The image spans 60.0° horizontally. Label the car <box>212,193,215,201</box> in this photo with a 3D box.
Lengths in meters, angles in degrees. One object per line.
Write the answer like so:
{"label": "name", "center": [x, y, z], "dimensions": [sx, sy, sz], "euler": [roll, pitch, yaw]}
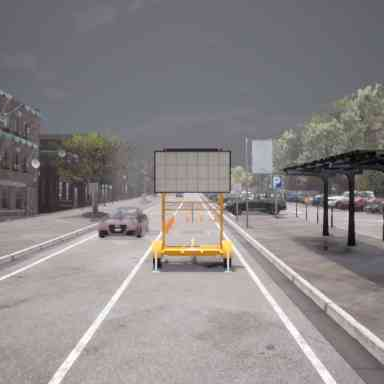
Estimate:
{"label": "car", "center": [5.800, 1.126, 49.893], "dimensions": [4.792, 1.488, 2.163], "euler": [0, 1, 0]}

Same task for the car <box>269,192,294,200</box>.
{"label": "car", "center": [18.819, 0.812, 70.004], "dimensions": [4.792, 1.488, 2.163], "euler": [0, 1, 0]}

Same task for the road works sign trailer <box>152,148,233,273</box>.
{"label": "road works sign trailer", "center": [0.017, 0.429, 10.554], "dimensions": [2.380, 3.560, 2.880], "euler": [0, 0, 1]}

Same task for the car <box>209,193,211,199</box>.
{"label": "car", "center": [5.776, 1.020, 55.504], "dimensions": [4.892, 1.521, 2.231], "euler": [0, 1, 0]}

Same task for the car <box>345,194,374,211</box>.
{"label": "car", "center": [18.858, 1.251, 33.916], "dimensions": [5.008, 1.535, 2.097], "euler": [0, 1, 0]}

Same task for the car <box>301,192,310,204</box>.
{"label": "car", "center": [19.035, 1.116, 47.796], "dimensions": [5.366, 1.575, 1.946], "euler": [0, 1, 0]}

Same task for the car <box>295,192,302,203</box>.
{"label": "car", "center": [18.821, 1.119, 50.568], "dimensions": [4.792, 1.488, 2.163], "euler": [0, 1, 0]}

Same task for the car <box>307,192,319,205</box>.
{"label": "car", "center": [18.846, 1.149, 45.019], "dimensions": [5.008, 1.535, 2.097], "euler": [0, 1, 0]}

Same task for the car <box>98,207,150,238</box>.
{"label": "car", "center": [-3.329, 1.482, 16.882], "dimensions": [1.994, 1.385, 4.181], "euler": [0, 1, 0]}

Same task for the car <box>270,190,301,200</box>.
{"label": "car", "center": [18.877, 0.578, 67.224], "dimensions": [5.566, 2.045, 2.435], "euler": [0, 1, 0]}

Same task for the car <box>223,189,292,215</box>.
{"label": "car", "center": [5.745, 1.032, 30.266], "dimensions": [5.566, 2.045, 2.435], "euler": [0, 1, 0]}

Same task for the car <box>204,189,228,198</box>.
{"label": "car", "center": [5.738, 0.350, 80.729], "dimensions": [5.566, 2.045, 2.435], "euler": [0, 1, 0]}

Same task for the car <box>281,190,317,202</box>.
{"label": "car", "center": [18.878, 0.718, 58.898], "dimensions": [5.566, 2.045, 2.435], "euler": [0, 1, 0]}

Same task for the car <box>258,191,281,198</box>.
{"label": "car", "center": [18.852, 0.597, 81.106], "dimensions": [4.892, 1.521, 2.231], "euler": [0, 1, 0]}

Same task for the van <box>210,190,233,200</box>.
{"label": "van", "center": [5.885, 0.612, 66.714], "dimensions": [4.442, 1.987, 1.878], "euler": [0, 1, 0]}

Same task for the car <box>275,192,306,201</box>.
{"label": "car", "center": [19.035, 0.873, 64.452], "dimensions": [5.366, 1.575, 1.946], "euler": [0, 1, 0]}

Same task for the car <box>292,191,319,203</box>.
{"label": "car", "center": [18.879, 1.080, 53.351], "dimensions": [4.792, 1.488, 2.163], "euler": [0, 1, 0]}

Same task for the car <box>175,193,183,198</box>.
{"label": "car", "center": [-3.149, 0.654, 81.849], "dimensions": [2.033, 1.411, 5.357], "euler": [0, 1, 0]}

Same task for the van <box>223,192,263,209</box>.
{"label": "van", "center": [5.889, 0.982, 38.676], "dimensions": [4.442, 1.987, 1.878], "euler": [0, 1, 0]}

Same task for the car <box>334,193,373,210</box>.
{"label": "car", "center": [18.857, 1.226, 36.692], "dimensions": [5.008, 1.535, 2.097], "euler": [0, 1, 0]}

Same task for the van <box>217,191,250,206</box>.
{"label": "van", "center": [5.888, 0.901, 47.088], "dimensions": [4.442, 1.987, 1.878], "euler": [0, 1, 0]}

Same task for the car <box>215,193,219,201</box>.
{"label": "car", "center": [5.766, 1.183, 41.482], "dimensions": [5.008, 1.535, 2.097], "euler": [0, 1, 0]}

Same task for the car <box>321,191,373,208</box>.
{"label": "car", "center": [18.823, 0.950, 39.465], "dimensions": [5.566, 2.045, 2.435], "euler": [0, 1, 0]}

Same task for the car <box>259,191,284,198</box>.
{"label": "car", "center": [18.662, 0.640, 78.329], "dimensions": [5.366, 1.575, 1.946], "euler": [0, 1, 0]}

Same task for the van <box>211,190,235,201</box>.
{"label": "van", "center": [5.886, 0.659, 63.912], "dimensions": [4.442, 1.987, 1.878], "euler": [0, 1, 0]}

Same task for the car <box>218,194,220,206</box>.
{"label": "car", "center": [5.588, 1.255, 33.072], "dimensions": [5.366, 1.575, 1.946], "euler": [0, 1, 0]}

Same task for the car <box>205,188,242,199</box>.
{"label": "car", "center": [5.741, 0.680, 61.107], "dimensions": [5.566, 2.045, 2.435], "euler": [0, 1, 0]}

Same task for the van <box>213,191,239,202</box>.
{"label": "van", "center": [5.886, 0.753, 58.308], "dimensions": [4.442, 1.987, 1.878], "euler": [0, 1, 0]}

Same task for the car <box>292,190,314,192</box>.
{"label": "car", "center": [18.821, 0.760, 56.122], "dimensions": [5.566, 2.045, 2.435], "euler": [0, 1, 0]}

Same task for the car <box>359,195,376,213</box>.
{"label": "car", "center": [18.859, 1.277, 31.140], "dimensions": [4.892, 1.521, 2.231], "euler": [0, 1, 0]}

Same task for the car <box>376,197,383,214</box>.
{"label": "car", "center": [18.882, 1.331, 28.365], "dimensions": [4.792, 1.488, 2.163], "euler": [0, 1, 0]}

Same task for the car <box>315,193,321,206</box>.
{"label": "car", "center": [18.845, 1.178, 42.242], "dimensions": [4.892, 1.521, 2.231], "euler": [0, 1, 0]}

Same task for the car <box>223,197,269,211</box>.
{"label": "car", "center": [5.775, 1.273, 35.876], "dimensions": [4.674, 1.452, 2.002], "euler": [0, 1, 0]}

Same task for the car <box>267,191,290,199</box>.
{"label": "car", "center": [18.878, 0.611, 72.778], "dimensions": [4.553, 1.767, 2.185], "euler": [0, 1, 0]}

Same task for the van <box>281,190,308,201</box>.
{"label": "van", "center": [18.966, 0.697, 61.675], "dimensions": [4.442, 1.987, 1.878], "euler": [0, 1, 0]}

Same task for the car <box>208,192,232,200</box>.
{"label": "car", "center": [5.762, 0.791, 69.521], "dimensions": [4.892, 1.521, 2.231], "euler": [0, 1, 0]}

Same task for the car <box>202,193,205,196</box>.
{"label": "car", "center": [5.739, 0.397, 77.926], "dimensions": [5.566, 2.045, 2.435], "euler": [0, 1, 0]}
